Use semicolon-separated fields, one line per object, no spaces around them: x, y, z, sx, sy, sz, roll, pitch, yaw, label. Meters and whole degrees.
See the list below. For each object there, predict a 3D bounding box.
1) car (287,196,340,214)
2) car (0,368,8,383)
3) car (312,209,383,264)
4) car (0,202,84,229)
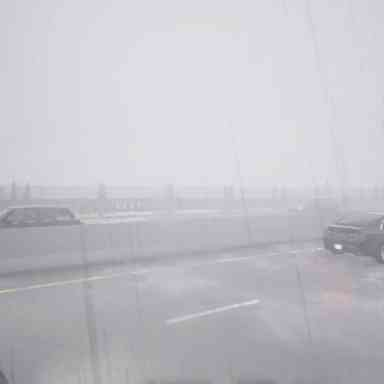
10.519;1.261;28.821;4.553;1.767;2.097;0;0;-21;car
-3.309;1.512;1.249;4.674;1.442;1.812;0;0;-36;car
6.735;1.473;11.579;4.892;1.490;1.837;0;0;-28;car
-6.303;1.288;12.158;4.553;1.767;2.097;0;0;-34;car
